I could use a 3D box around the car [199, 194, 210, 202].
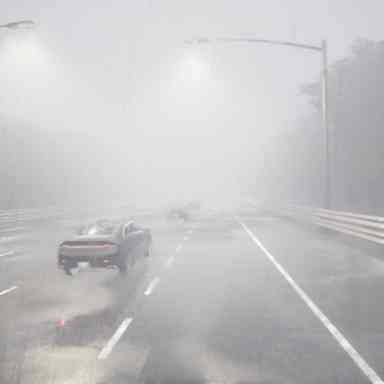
[{"bbox_3d":[2.404,1.551,77.001,2.128,1.511,4.902,-1,1,5],"label":"car"}]

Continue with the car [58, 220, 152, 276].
[{"bbox_3d":[-2.569,1.650,10.872,2.128,1.511,4.902,-1,-1,4],"label":"car"}]

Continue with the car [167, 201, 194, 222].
[{"bbox_3d":[-1.134,1.833,29.921,1.812,1.442,4.674,-1,0,4],"label":"car"}]

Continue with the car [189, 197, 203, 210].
[{"bbox_3d":[0.219,1.864,47.908,1.812,1.442,4.674,-1,0,4],"label":"car"}]
